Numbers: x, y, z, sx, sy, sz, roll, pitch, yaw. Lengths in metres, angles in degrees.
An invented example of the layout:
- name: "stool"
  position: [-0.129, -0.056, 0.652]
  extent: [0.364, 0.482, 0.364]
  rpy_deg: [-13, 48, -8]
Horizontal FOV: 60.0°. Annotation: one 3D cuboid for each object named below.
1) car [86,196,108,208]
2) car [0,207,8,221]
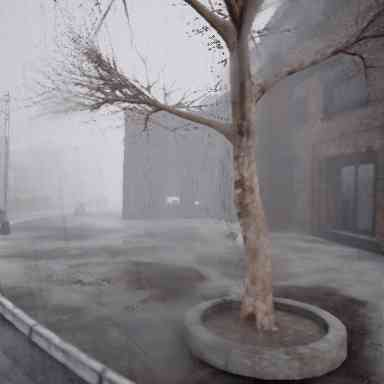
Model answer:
- name: "car"
  position: [-17.125, 1.767, 60.425]
  extent: [2.150, 2.045, 5.566]
  rpy_deg: [1, -1, 9]
- name: "car"
  position: [-15.831, 1.597, 25.611]
  extent: [1.882, 1.535, 5.008]
  rpy_deg: [1, -1, -11]
